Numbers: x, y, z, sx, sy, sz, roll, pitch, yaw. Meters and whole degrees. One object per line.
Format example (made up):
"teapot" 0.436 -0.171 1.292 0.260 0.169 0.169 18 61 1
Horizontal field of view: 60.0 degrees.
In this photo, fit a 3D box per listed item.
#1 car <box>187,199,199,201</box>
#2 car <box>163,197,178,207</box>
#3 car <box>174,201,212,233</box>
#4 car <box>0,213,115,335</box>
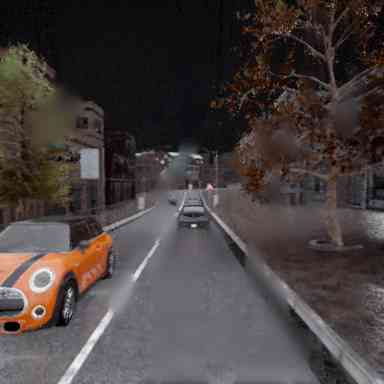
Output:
"car" 0.097 1.511 38.972 2.033 1.411 5.357 0 1 0
"car" -3.086 1.394 47.575 1.895 1.301 4.718 0 2 0
"car" 0.098 1.495 19.649 1.837 1.490 4.892 0 0 0
"car" -3.100 1.348 7.019 2.097 1.767 4.553 0 0 0
